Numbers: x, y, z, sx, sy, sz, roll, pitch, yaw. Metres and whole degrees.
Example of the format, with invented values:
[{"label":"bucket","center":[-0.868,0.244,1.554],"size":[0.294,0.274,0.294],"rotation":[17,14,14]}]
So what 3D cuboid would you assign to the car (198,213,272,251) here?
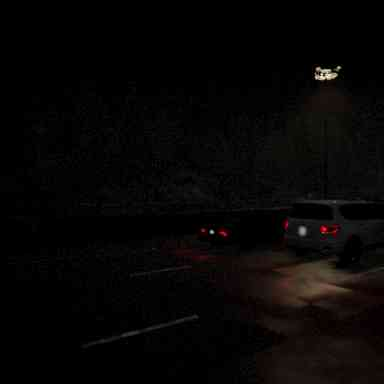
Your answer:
[{"label":"car","center":[2.852,1.617,14.401],"size":[5.357,1.411,2.033],"rotation":[0,0,-35]}]

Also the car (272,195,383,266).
[{"label":"car","center":[5.735,1.287,12.139],"size":[5.566,2.045,2.150],"rotation":[0,0,-35]}]

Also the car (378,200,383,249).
[{"label":"car","center":[7.762,1.279,9.285],"size":[5.566,2.045,2.150],"rotation":[0,0,-35]}]
